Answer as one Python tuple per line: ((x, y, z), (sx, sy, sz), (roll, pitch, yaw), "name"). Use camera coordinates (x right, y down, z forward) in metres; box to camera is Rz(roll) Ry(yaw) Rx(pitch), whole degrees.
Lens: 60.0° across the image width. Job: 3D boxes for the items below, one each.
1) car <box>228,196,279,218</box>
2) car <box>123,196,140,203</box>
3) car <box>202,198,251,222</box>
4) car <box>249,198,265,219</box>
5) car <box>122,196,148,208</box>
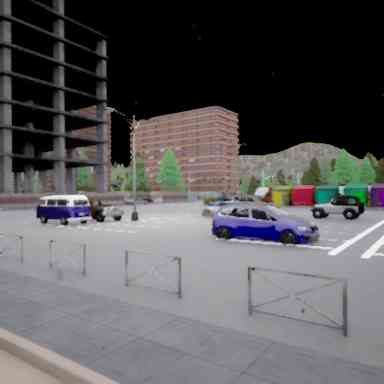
((5.966, 1.290, 33.530), (4.605, 1.855, 1.932), (-1, 0, 36), "car")
((-15.491, 1.872, 85.351), (1.851, 1.617, 3.988), (-1, 0, 36), "car")
((2.752, 1.532, 28.970), (3.806, 1.475, 1.970), (-1, 0, 36), "car")
((4.442, 1.500, 31.320), (3.905, 1.438, 1.784), (-1, 0, 36), "car")
((-10.987, 1.988, 65.443), (1.895, 1.301, 4.718), (-1, 0, 35), "car")
